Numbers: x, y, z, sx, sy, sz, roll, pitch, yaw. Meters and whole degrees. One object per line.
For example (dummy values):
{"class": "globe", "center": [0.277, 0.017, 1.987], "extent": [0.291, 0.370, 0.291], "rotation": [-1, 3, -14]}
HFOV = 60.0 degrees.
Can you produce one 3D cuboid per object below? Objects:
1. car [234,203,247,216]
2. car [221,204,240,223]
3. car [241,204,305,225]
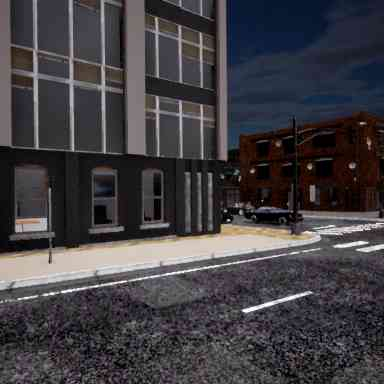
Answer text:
{"class": "car", "center": [5.263, 1.920, 38.109], "extent": [2.008, 1.369, 4.403], "rotation": [-2, 0, -37]}
{"class": "car", "center": [1.636, 1.935, 28.516], "extent": [1.947, 1.339, 4.313], "rotation": [-2, 0, -37]}
{"class": "car", "center": [6.517, 1.872, 26.550], "extent": [1.895, 1.301, 4.718], "rotation": [-1, 0, -37]}
